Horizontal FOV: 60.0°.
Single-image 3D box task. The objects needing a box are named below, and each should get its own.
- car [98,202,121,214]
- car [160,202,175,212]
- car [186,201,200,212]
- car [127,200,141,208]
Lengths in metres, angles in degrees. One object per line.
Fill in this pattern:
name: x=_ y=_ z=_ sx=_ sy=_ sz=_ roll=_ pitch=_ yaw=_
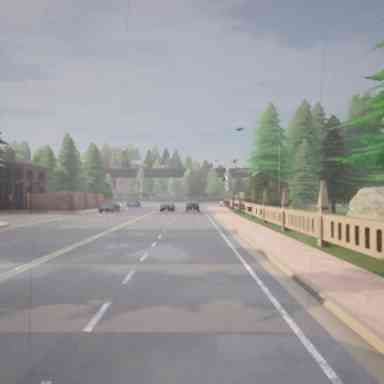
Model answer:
car: x=-10.578 y=2.013 z=42.992 sx=2.033 sy=1.411 sz=5.357 roll=0 pitch=-1 yaw=0
car: x=-3.391 y=2.114 z=47.422 sx=1.895 sy=1.301 sz=4.718 roll=0 pitch=-1 yaw=0
car: x=0.109 y=2.018 z=47.463 sx=1.837 sy=1.490 sz=4.892 roll=0 pitch=-1 yaw=0
car: x=-10.526 y=2.143 z=60.309 sx=2.128 sy=1.511 sz=4.902 roll=0 pitch=-1 yaw=1
